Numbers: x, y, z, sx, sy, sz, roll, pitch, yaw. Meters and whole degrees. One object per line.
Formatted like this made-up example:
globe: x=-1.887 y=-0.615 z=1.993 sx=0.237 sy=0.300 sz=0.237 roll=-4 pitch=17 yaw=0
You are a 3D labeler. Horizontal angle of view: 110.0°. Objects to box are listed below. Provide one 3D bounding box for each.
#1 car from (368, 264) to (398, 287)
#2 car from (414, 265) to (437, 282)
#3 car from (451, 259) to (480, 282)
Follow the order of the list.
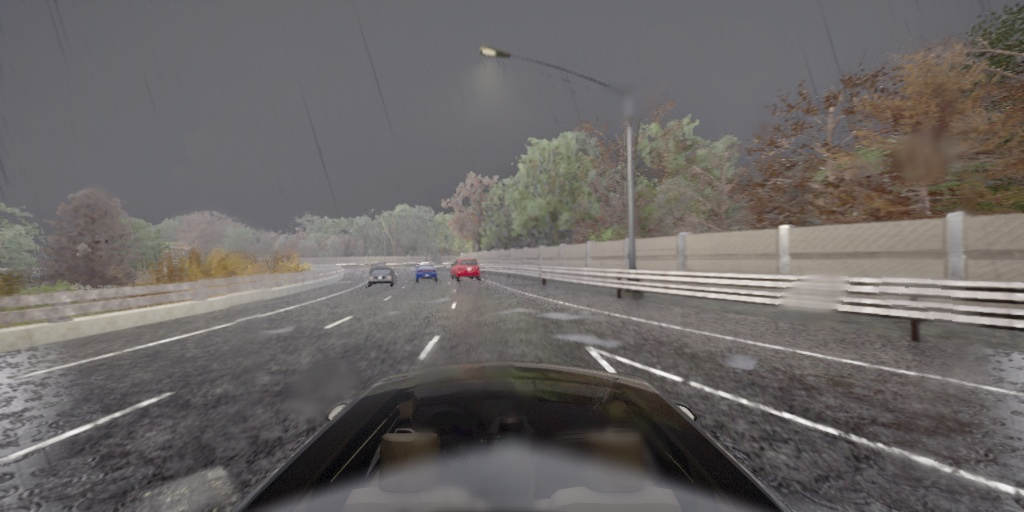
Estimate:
car: x=-10.053 y=1.635 z=28.040 sx=2.033 sy=1.411 sz=5.357 roll=-1 pitch=0 yaw=-15
car: x=-8.260 y=1.582 z=34.293 sx=1.882 sy=1.535 sz=5.008 roll=0 pitch=0 yaw=-16
car: x=-4.402 y=1.270 z=33.608 sx=2.150 sy=2.045 sz=5.566 roll=-1 pitch=0 yaw=-16
